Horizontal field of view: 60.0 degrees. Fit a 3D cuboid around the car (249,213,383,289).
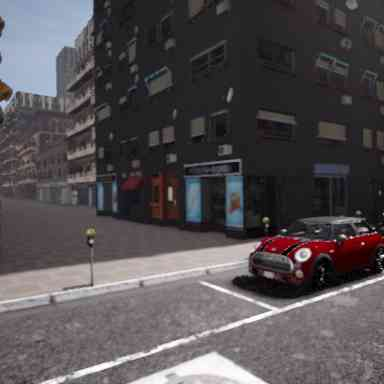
[{"bbox_3d":[3.436,1.424,9.022,4.097,1.590,1.967,0,-1,-35],"label":"car"}]
